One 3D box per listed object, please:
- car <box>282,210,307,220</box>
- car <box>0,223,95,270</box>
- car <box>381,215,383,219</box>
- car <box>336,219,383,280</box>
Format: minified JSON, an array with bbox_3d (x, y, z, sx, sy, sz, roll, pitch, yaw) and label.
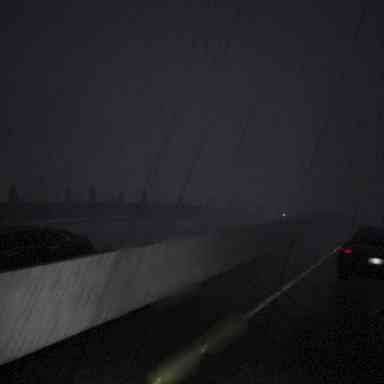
[{"bbox_3d":[12.447,2.922,40.027,2.097,1.767,4.553,0,-6,33],"label":"car"},{"bbox_3d":[-4.477,1.509,7.521,1.837,1.490,4.892,0,-1,33],"label":"car"},{"bbox_3d":[15.785,2.217,25.643,2.128,1.511,4.902,0,-4,33],"label":"car"},{"bbox_3d":[5.642,1.707,9.923,1.994,1.385,4.181,0,0,33],"label":"car"}]
